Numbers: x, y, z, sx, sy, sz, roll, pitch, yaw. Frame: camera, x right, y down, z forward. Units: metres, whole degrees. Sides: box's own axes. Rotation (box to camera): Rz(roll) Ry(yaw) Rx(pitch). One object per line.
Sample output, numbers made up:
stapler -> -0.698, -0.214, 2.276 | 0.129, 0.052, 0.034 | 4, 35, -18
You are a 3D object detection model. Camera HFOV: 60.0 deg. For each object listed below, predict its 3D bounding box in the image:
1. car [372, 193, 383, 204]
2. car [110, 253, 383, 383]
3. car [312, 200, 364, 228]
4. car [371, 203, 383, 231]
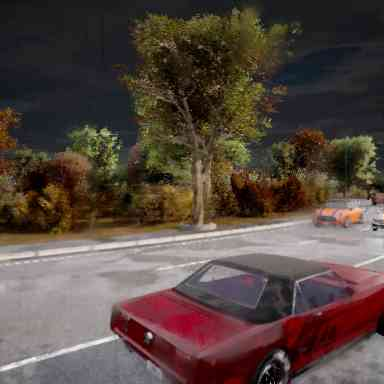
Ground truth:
car -> 31.971, 1.255, 56.401 | 2.150, 2.045, 5.566 | 0, 0, 24
car -> 1.359, 1.612, 4.931 | 4.718, 1.301, 1.895 | 0, 0, -37
car -> 9.847, 1.381, 22.380 | 2.097, 1.767, 4.553 | 0, 0, 42
car -> 12.197, 1.548, 19.754 | 1.812, 1.442, 4.674 | 0, 0, 43
